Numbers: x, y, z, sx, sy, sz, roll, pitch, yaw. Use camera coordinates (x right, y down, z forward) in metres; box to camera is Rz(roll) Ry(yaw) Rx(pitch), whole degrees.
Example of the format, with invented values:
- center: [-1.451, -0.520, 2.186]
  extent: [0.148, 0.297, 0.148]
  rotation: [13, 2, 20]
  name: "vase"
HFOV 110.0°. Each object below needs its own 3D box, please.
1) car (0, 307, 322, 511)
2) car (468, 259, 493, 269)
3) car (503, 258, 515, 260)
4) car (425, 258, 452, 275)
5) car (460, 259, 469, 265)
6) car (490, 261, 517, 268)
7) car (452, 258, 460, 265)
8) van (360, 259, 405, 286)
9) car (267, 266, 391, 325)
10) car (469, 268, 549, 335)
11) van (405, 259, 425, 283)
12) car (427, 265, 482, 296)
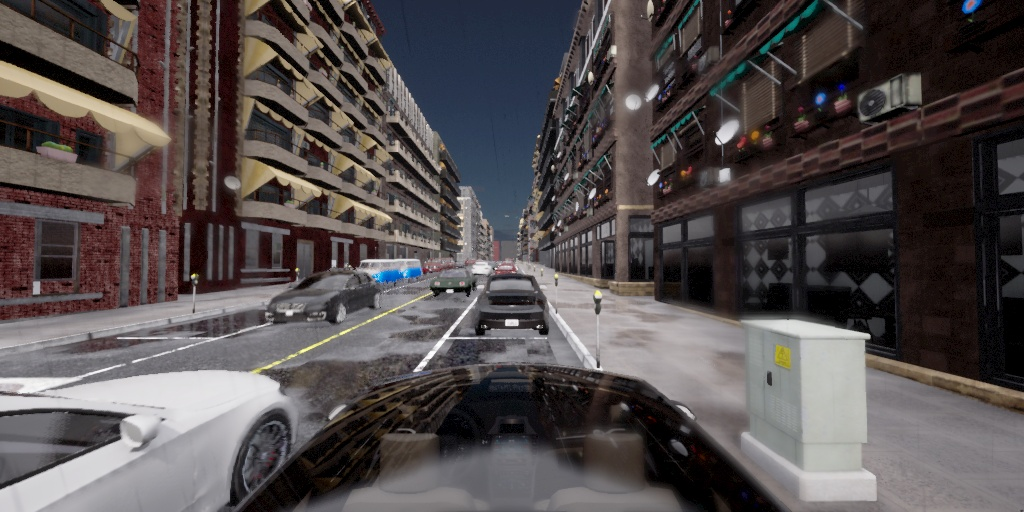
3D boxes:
- center: [-2.920, 1.275, 1.415]
  extent: [1.812, 1.442, 4.674]
  rotation: [0, 0, 0]
  name: "car"
- center: [-3.023, 1.318, 35.936]
  extent: [1.812, 1.442, 4.674]
  rotation: [0, 0, 0]
  name: "car"
- center: [-0.447, 1.240, 39.134]
  extent: [1.967, 1.591, 4.097]
  rotation: [0, 0, 0]
  name: "car"
- center: [-8.337, 1.115, 39.194]
  extent: [2.192, 1.841, 5.009]
  rotation: [0, 0, 0]
  name: "car"
- center: [-8.338, 1.410, 55.786]
  extent: [1.948, 1.339, 4.313]
  rotation: [0, 0, 0]
  name: "car"
- center: [-0.454, 1.322, 28.072]
  extent: [1.888, 1.381, 4.507]
  rotation: [0, 0, 0]
  name: "car"
- center: [-8.338, 1.128, 44.724]
  extent: [2.192, 1.841, 5.009]
  rotation: [0, 0, 0]
  name: "car"
- center: [-8.336, 1.108, 22.602]
  extent: [1.690, 1.789, 3.998]
  rotation: [0, 0, 0]
  name: "van"
- center: [-5.871, 1.261, 11.882]
  extent: [1.837, 1.490, 4.892]
  rotation: [0, 0, 0]
  name: "car"
- center: [-0.001, 1.259, 10.503]
  extent: [1.837, 1.490, 4.892]
  rotation: [0, 0, 0]
  name: "car"
- center: [-8.337, 1.118, 28.134]
  extent: [1.690, 1.789, 3.998]
  rotation: [0, 0, 0]
  name: "van"
- center: [-2.922, 1.364, 19.120]
  extent: [1.895, 1.301, 4.718]
  rotation: [0, 0, 0]
  name: "car"
